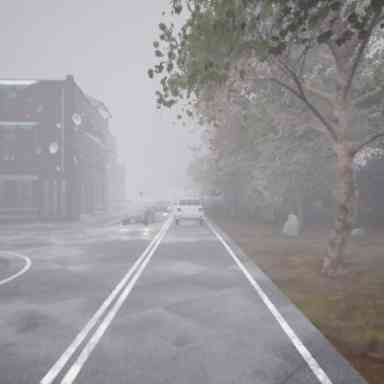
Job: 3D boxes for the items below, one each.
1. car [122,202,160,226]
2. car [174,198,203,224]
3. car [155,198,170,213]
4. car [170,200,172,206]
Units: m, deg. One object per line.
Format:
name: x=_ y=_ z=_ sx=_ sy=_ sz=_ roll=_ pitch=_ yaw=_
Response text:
car: x=-3.987 y=1.780 z=25.720 sx=1.812 sy=1.442 sz=4.674 roll=0 pitch=0 yaw=4
car: x=-0.252 y=1.489 z=27.499 sx=2.150 sy=2.045 sz=5.566 roll=0 pitch=0 yaw=-2
car: x=-4.117 y=1.827 z=42.748 sx=1.837 sy=1.490 sz=4.892 roll=0 pitch=0 yaw=-2
car: x=-4.719 y=1.815 z=60.458 sx=1.812 sy=1.442 sz=4.674 roll=0 pitch=0 yaw=-2
